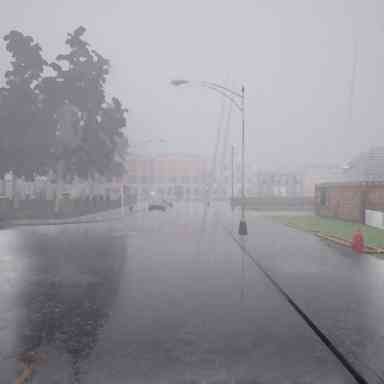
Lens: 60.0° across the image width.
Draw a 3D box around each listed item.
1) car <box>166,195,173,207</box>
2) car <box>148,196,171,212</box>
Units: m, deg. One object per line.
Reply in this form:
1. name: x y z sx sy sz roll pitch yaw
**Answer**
1. car: -3.954 1.352 49.936 2.097 1.767 4.553 0 0 1
2. car: -4.010 1.547 39.787 2.033 1.411 5.357 0 0 0
